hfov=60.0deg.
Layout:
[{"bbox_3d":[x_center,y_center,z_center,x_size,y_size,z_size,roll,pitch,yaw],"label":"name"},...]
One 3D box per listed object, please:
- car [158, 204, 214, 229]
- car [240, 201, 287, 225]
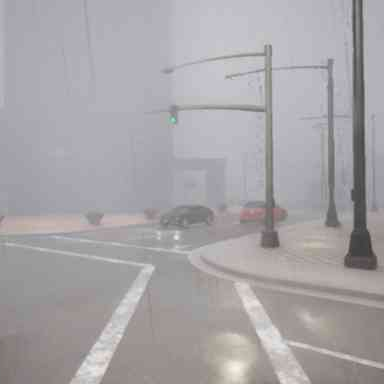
[{"bbox_3d":[-0.309,1.637,23.288,1.837,1.490,4.892,-1,0,36],"label":"car"},{"bbox_3d":[5.491,1.445,25.175,2.097,1.767,4.553,-1,0,36],"label":"car"}]
